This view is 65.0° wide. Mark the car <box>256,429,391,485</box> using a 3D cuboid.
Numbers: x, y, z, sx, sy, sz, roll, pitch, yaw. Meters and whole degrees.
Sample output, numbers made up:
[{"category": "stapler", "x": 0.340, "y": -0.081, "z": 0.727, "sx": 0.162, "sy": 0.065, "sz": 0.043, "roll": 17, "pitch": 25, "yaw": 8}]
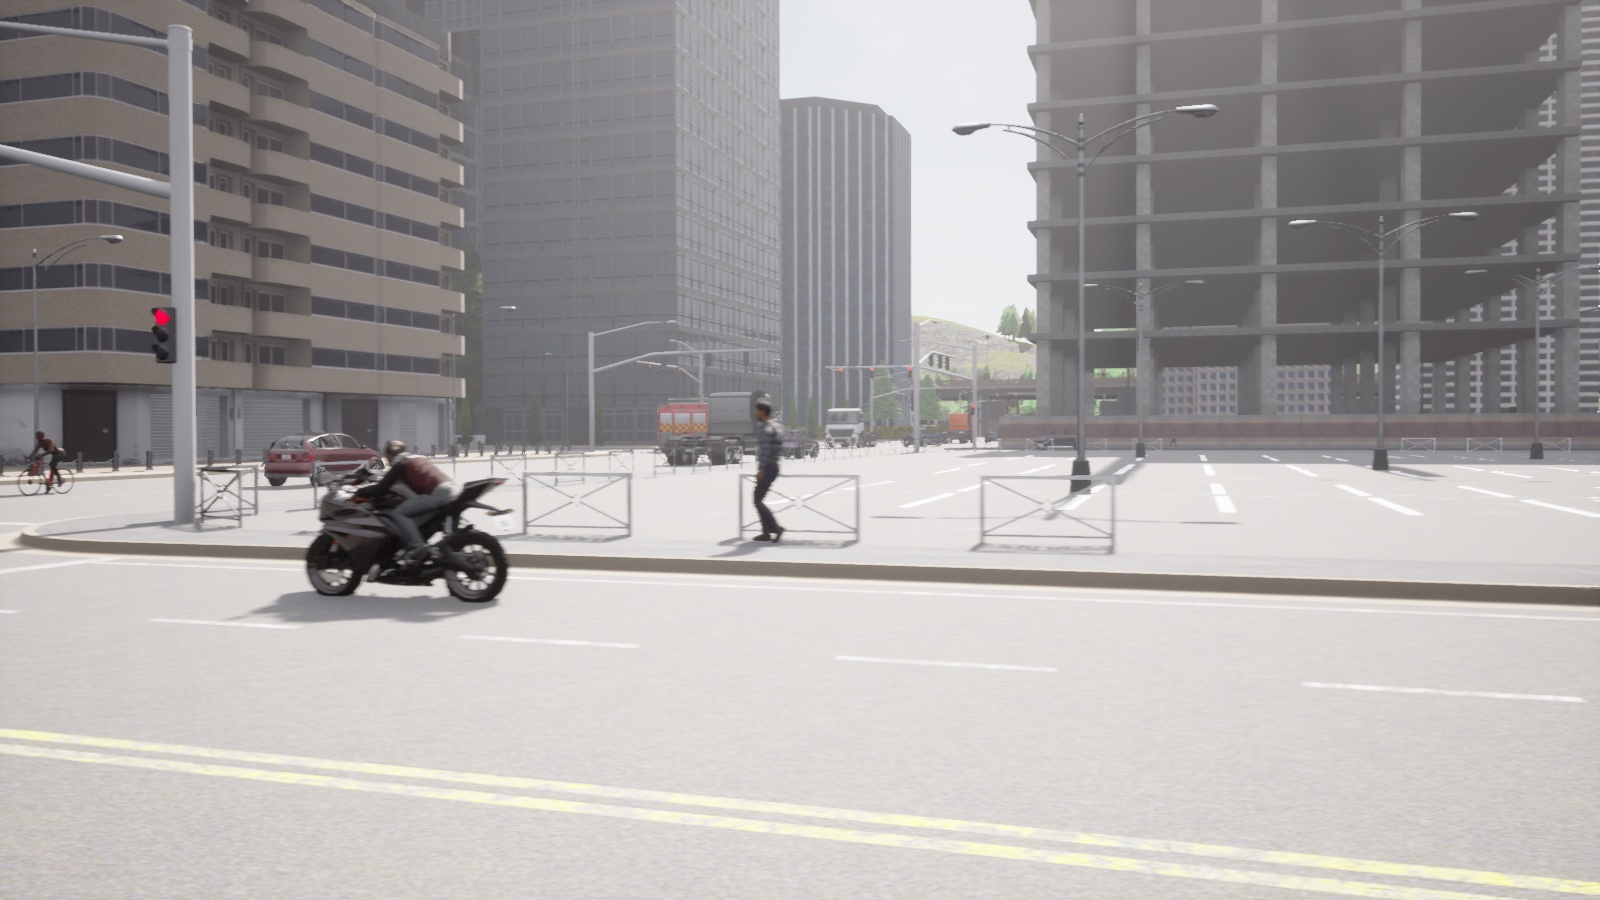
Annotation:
[{"category": "car", "x": -13.904, "y": 0.161, "z": 36.871, "sx": 1.789, "sy": 1.549, "sz": 3.705, "roll": 0, "pitch": 1, "yaw": 17}]

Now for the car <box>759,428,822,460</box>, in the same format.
[{"category": "car", "x": -0.469, "y": -0.348, "z": 68.710, "sx": 2.033, "sy": 1.649, "sz": 4.856, "roll": 0, "pitch": 1, "yaw": 17}]

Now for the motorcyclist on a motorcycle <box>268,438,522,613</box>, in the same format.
[{"category": "motorcyclist on a motorcycle", "x": -3.808, "y": 0.657, "z": 11.835, "sx": 2.191, "sy": 1.530, "sz": 0.866, "roll": 1, "pitch": 1, "yaw": 18}]

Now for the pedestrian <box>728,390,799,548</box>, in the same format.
[{"category": "pedestrian", "x": -0.453, "y": 0.230, "z": 15.794, "sx": 0.788, "sy": 1.949, "sz": 0.423, "roll": 1, "pitch": 1, "yaw": 18}]

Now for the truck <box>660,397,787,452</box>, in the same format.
[{"category": "truck", "x": -5.304, "y": -1.799, "z": 88.040, "sx": 8.468, "sy": 3.827, "sz": 2.891, "roll": 0, "pitch": 1, "yaw": 7}]

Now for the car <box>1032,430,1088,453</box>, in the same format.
[{"category": "car", "x": 18.161, "y": -0.591, "z": 87.744, "sx": 3.705, "sy": 1.549, "sz": 1.789, "roll": 1, "pitch": 1, "yaw": 17}]

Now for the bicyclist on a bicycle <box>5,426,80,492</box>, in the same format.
[{"category": "bicyclist on a bicycle", "x": -19.134, "y": 0.198, "z": 31.761, "sx": 0.582, "sy": 1.620, "sz": 1.656, "roll": 0, "pitch": 1, "yaw": 17}]

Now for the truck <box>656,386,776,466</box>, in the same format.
[{"category": "truck", "x": -3.728, "y": -1.102, "z": 58.071, "sx": 2.891, "sy": 3.462, "sz": 7.936, "roll": 0, "pitch": 1, "yaw": 17}]
